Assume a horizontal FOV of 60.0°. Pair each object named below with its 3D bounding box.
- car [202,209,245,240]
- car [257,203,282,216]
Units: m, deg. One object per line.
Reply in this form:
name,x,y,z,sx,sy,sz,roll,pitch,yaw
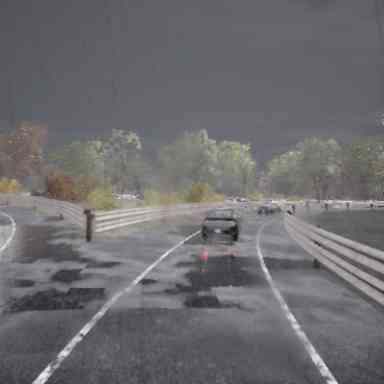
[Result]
car,1.755,1.660,18.121,2.128,1.511,4.902,0,0,12
car,8.942,1.948,38.268,1.812,1.442,4.674,0,-1,29
